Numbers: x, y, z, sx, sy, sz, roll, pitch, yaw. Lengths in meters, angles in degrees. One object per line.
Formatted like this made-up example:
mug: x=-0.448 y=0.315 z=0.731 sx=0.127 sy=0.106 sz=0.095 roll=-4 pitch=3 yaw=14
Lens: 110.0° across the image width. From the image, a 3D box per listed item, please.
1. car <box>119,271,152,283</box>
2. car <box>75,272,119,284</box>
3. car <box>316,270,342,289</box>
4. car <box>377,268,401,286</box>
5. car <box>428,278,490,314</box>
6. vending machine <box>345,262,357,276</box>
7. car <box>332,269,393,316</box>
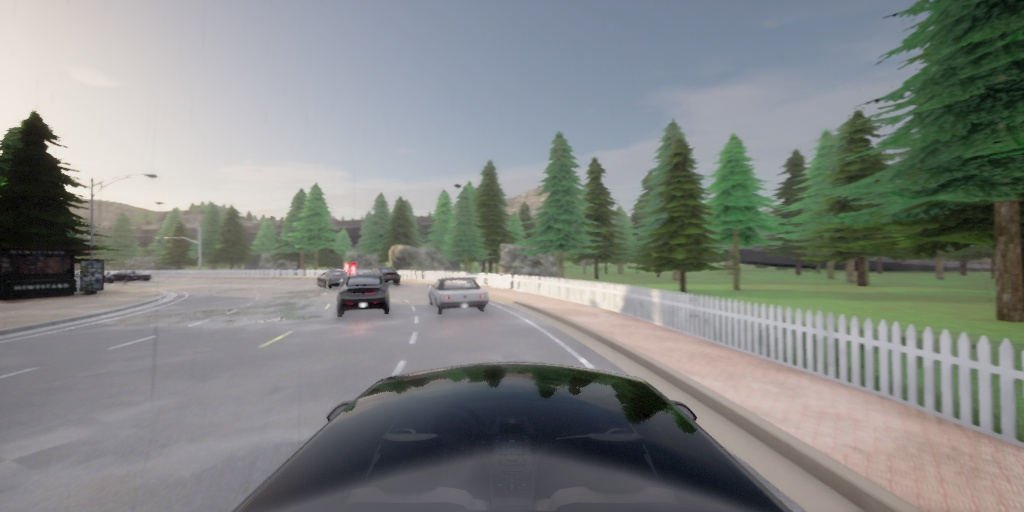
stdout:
car: x=-43.865 y=2.376 z=41.282 sx=4.718 sy=1.301 sz=1.895 roll=-1 pitch=-1 yaw=21
car: x=-43.892 y=2.251 z=37.541 sx=4.674 sy=1.442 sz=1.812 roll=-1 pitch=-1 yaw=21
car: x=-14.029 y=1.831 z=28.377 sx=1.994 sy=1.385 sz=4.181 roll=0 pitch=-1 yaw=-41
car: x=-11.049 y=1.764 z=30.281 sx=1.837 sy=1.490 sz=4.892 roll=0 pitch=-1 yaw=-41
car: x=-2.421 y=1.558 z=15.138 sx=1.895 sy=1.301 sz=4.718 roll=0 pitch=-1 yaw=-19
vending machine: x=-19.106 y=1.709 z=42.518 sx=0.880 sy=2.100 sz=1.100 roll=0 pitch=0 yaw=32
car: x=-6.061 y=1.502 z=14.905 sx=1.837 sy=1.490 sz=4.892 roll=0 pitch=-1 yaw=-20
